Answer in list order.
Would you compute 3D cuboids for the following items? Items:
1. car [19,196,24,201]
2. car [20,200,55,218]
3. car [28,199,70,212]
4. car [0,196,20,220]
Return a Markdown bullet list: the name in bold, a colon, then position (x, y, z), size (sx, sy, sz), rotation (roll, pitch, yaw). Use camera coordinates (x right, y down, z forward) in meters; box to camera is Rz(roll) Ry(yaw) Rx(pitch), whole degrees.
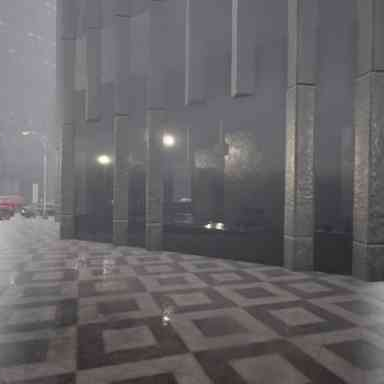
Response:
- **car**: position (-20.749, 1.353, 36.228), size (2.192, 1.841, 5.009), rotation (1, 0, 35)
- **car**: position (-13.809, 1.742, 31.283), size (1.947, 1.339, 4.313), rotation (1, 0, 35)
- **car**: position (-17.483, 1.634, 40.828), size (1.947, 1.339, 4.313), rotation (1, 0, 35)
- **car**: position (-17.075, 1.463, 26.682), size (2.192, 1.841, 5.009), rotation (1, 0, 35)
